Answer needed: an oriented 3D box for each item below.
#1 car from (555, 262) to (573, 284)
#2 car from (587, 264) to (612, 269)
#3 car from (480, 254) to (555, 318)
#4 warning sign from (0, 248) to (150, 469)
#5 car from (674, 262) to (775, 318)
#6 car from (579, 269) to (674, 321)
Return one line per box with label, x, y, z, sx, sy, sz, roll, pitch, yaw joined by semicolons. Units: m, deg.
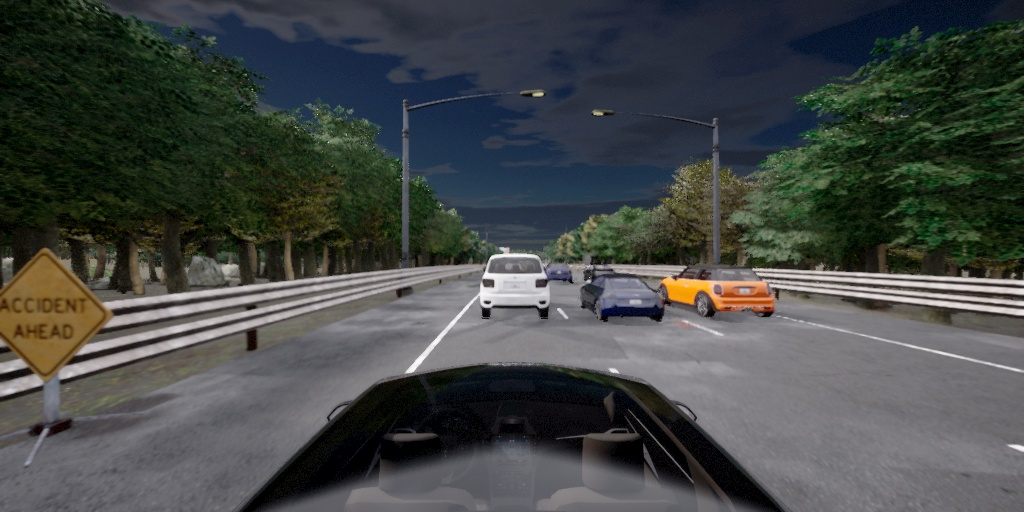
car;3.592;1.293;29.308;2.097;1.767;4.553;0;-1;0
car;7.093;1.437;29.560;2.128;1.511;4.902;0;-1;0
car;0.094;0.964;13.043;2.150;2.045;5.566;0;0;0
warning sign;-4.550;0.854;3.545;1.300;1.860;1.060;0;0;0
car;7.089;1.094;13.037;2.097;1.767;4.553;0;0;0
car;3.588;1.304;12.406;1.994;1.385;4.181;0;0;0
